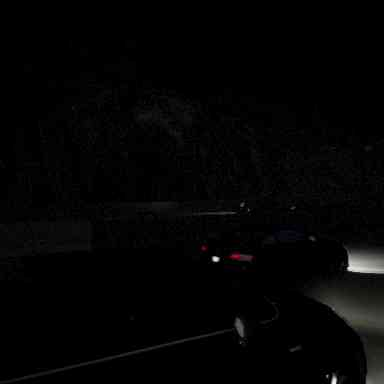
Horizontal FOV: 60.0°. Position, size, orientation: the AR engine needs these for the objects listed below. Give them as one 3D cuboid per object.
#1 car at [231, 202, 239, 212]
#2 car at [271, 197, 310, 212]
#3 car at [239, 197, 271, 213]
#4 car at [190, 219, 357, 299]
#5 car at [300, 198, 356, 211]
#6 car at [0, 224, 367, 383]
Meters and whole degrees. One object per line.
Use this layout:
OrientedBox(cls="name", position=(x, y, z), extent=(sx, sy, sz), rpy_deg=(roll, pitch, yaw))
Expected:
OrientedBox(cls="car", position=(6.478, 1.348, 36.892), extent=(4.553, 1.767, 2.097), rpy_deg=(0, 0, -33))
OrientedBox(cls="car", position=(9.973, 1.348, 30.811), extent=(4.553, 1.767, 2.097), rpy_deg=(0, 0, -33))
OrientedBox(cls="car", position=(7.513, 1.488, 33.385), extent=(4.902, 1.511, 2.128), rpy_deg=(0, 0, -33))
OrientedBox(cls="car", position=(2.260, 1.563, 8.932), extent=(4.181, 1.385, 1.994), rpy_deg=(0, 0, -32))
OrientedBox(cls="car", position=(11.687, 1.488, 27.751), extent=(4.902, 1.511, 2.128), rpy_deg=(0, 0, -33))
OrientedBox(cls="car", position=(-0.442, 1.350, 3.203), extent=(4.553, 1.767, 2.097), rpy_deg=(0, 0, -30))
